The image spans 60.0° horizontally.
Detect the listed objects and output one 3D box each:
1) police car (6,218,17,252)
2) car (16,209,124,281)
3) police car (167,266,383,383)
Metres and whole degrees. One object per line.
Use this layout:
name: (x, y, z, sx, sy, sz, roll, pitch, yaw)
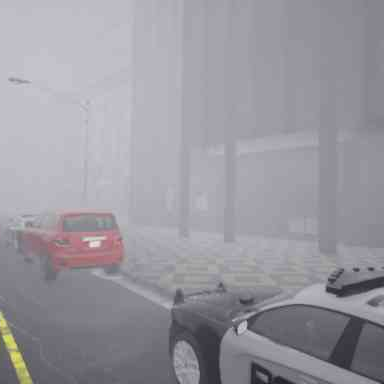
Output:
police car: (-7.784, 1.900, 16.265, 1.930, 1.638, 5.238, 2, -3, -36)
car: (-4.234, 1.582, 11.335, 2.150, 2.045, 5.566, 2, -3, -36)
police car: (1.548, 1.583, 3.273, 1.930, 1.638, 5.238, 2, -3, -36)
